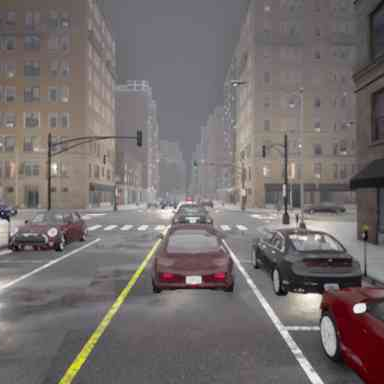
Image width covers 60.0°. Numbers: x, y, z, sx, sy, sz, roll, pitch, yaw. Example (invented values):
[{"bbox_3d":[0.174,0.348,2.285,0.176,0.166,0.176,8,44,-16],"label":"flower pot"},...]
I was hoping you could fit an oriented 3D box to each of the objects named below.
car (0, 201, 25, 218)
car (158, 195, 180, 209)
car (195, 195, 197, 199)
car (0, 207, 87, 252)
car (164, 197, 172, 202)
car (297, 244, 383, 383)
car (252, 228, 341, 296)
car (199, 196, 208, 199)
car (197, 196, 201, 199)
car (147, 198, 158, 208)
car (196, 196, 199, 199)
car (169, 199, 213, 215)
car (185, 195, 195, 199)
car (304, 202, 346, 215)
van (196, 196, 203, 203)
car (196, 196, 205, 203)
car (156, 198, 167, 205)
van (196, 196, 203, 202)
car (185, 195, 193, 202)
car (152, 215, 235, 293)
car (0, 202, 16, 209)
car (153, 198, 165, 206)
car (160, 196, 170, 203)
[{"bbox_3d":[-18.047,1.536,29.961,4.902,1.511,2.128,0,-1,0],"label":"car"},{"bbox_3d":[-3.327,1.457,49.110,2.150,2.045,5.566,0,0,-1],"label":"car"},{"bbox_3d":[2.206,1.673,68.970,2.192,1.841,5.009,0,0,-1],"label":"car"},{"bbox_3d":[-5.887,1.501,13.990,1.967,1.590,4.097,0,0,0],"label":"car"},{"bbox_3d":[-6.586,2.090,90.903,1.947,1.339,4.313,0,0,-1],"label":"car"},{"bbox_3d":[2.667,1.558,3.032,1.887,1.381,4.507,0,0,0],"label":"car"},{"bbox_3d":[2.653,1.588,8.524,2.008,1.369,4.403,0,0,0],"label":"car"},{"bbox_3d":[2.404,1.799,52.449,1.887,1.381,4.507,0,0,-1],"label":"car"},{"bbox_3d":[2.338,1.853,57.955,1.947,1.339,4.313,0,0,-1],"label":"car"},{"bbox_3d":[-6.121,1.804,52.350,2.008,1.369,4.403,0,0,-1],"label":"car"},{"bbox_3d":[2.269,1.848,63.633,1.752,1.417,4.829,0,0,-1],"label":"car"},{"bbox_3d":[-0.041,1.432,18.357,2.097,1.767,4.553,0,0,-2],"label":"car"},{"bbox_3d":[-0.590,1.657,79.175,2.150,2.045,5.566,0,0,-1],"label":"car"},{"bbox_3d":[14.615,1.794,36.943,4.674,1.442,1.812,0,-1,1],"label":"car"},{"bbox_3d":[2.006,1.821,85.491,1.690,1.788,3.998,0,0,-1],"label":"van"},{"bbox_3d":[2.072,1.878,79.982,1.967,1.590,4.097,0,0,-1],"label":"car"},{"bbox_3d":[-6.321,1.940,68.872,1.802,1.307,4.206,0,0,-1],"label":"car"},{"bbox_3d":[1.939,1.866,90.997,1.690,1.788,3.998,0,0,-1],"label":"van"},{"bbox_3d":[-0.719,1.741,89.893,2.150,2.045,5.566,0,0,-1],"label":"car"},{"bbox_3d":[0.007,1.564,8.825,1.812,1.442,4.674,0,0,-1],"label":"car"},{"bbox_3d":[-17.169,1.231,26.722,5.566,2.045,2.150,0,-1,0],"label":"car"},{"bbox_3d":[-6.254,1.866,63.365,1.887,1.381,4.507,0,0,-1],"label":"car"},{"bbox_3d":[-6.453,1.877,79.889,1.967,1.590,4.097,0,0,-1],"label":"car"}]
